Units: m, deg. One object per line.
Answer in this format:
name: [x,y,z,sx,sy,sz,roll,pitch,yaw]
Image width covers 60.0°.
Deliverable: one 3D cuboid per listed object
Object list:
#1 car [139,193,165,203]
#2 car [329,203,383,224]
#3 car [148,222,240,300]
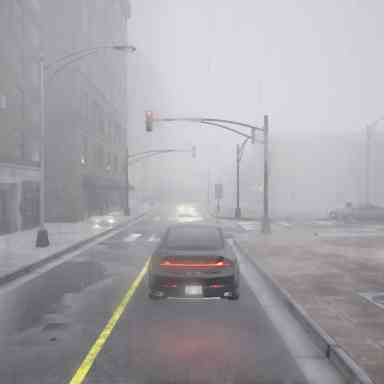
car: [-8.402,1.286,70.028,5.566,2.045,2.150,0,0,9]
car: [12.061,1.512,23.748,4.181,1.385,1.994,0,0,0]
car: [0.058,1.504,8.358,1.837,1.490,4.892,0,0,1]
